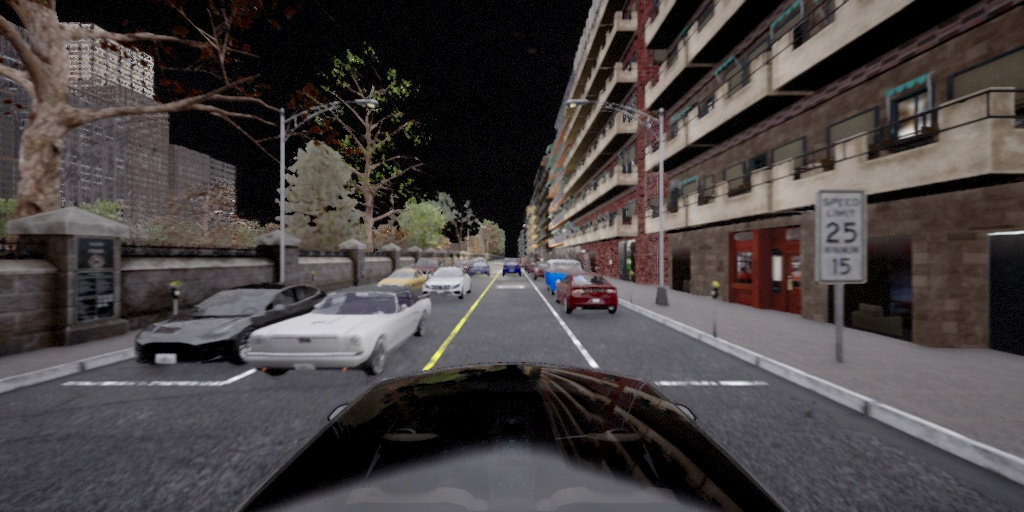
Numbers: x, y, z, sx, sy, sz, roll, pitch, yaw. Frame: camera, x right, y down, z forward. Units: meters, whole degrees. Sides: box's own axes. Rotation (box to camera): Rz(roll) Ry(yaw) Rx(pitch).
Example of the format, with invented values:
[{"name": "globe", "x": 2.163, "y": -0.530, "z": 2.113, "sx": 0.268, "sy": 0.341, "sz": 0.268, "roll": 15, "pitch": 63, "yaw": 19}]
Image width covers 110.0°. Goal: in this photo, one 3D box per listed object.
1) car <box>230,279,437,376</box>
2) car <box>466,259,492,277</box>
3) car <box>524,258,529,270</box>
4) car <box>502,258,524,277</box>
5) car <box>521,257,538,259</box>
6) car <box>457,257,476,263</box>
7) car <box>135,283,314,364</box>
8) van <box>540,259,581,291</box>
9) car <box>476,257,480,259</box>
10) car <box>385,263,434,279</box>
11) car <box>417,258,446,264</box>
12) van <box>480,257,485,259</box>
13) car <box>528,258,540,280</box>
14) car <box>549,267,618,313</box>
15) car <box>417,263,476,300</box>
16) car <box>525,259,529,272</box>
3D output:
[{"name": "car", "x": -3.102, "y": 1.349, "z": 7.561, "sx": 1.895, "sy": 1.301, "sz": 4.718, "roll": 0, "pitch": 0, "yaw": 0}, {"name": "car", "x": -3.074, "y": 1.277, "z": 35.312, "sx": 1.812, "sy": 1.442, "sz": 4.674, "roll": 0, "pitch": 0, "yaw": 0}, {"name": "car", "x": 2.680, "y": 1.300, "z": 41.856, "sx": 1.888, "sy": 1.381, "sz": 4.507, "roll": 0, "pitch": 0, "yaw": 0}, {"name": "car", "x": -0.010, "y": 1.230, "z": 36.374, "sx": 1.882, "sy": 1.535, "sz": 5.008, "roll": 0, "pitch": 0, "yaw": 0}, {"name": "car", "x": 2.679, "y": 1.074, "z": 47.486, "sx": 2.192, "sy": 1.841, "sz": 5.009, "roll": 0, "pitch": 0, "yaw": 0}, {"name": "car", "x": -5.701, "y": 1.196, "z": 41.855, "sx": 1.967, "sy": 1.591, "sz": 4.097, "roll": 0, "pitch": 0, "yaw": 0}, {"name": "car", "x": -5.692, "y": 1.314, "z": 8.073, "sx": 1.948, "sy": 1.339, "sz": 4.313, "roll": 0, "pitch": 0, "yaw": 0}, {"name": "van", "x": 2.686, "y": 1.087, "z": 19.336, "sx": 1.690, "sy": 1.789, "sz": 3.998, "roll": 0, "pitch": 0, "yaw": 0}, {"name": "car", "x": -5.702, "y": 1.200, "z": 47.484, "sx": 1.967, "sy": 1.591, "sz": 4.097, "roll": 0, "pitch": 0, "yaw": 0}, {"name": "car", "x": -5.694, "y": 1.272, "z": 19.164, "sx": 1.751, "sy": 1.417, "sz": 4.829, "roll": 0, "pitch": 0, "yaw": 0}, {"name": "car", "x": -5.696, "y": 1.063, "z": 24.964, "sx": 2.192, "sy": 1.841, "sz": 5.009, "roll": 0, "pitch": 0, "yaw": 0}, {"name": "van", "x": -5.705, "y": 1.111, "z": 58.744, "sx": 1.690, "sy": 1.789, "sz": 3.998, "roll": 0, "pitch": 0, "yaw": 0}, {"name": "car", "x": 2.683, "y": 1.189, "z": 30.596, "sx": 1.967, "sy": 1.591, "sz": 4.097, "roll": 0, "pitch": 0, "yaw": 0}, {"name": "car", "x": 2.687, "y": 1.292, "z": 13.705, "sx": 1.888, "sy": 1.381, "sz": 4.507, "roll": 0, "pitch": 0, "yaw": 0}, {"name": "car", "x": -3.100, "y": 1.273, "z": 17.919, "sx": 1.812, "sy": 1.442, "sz": 4.674, "roll": 0, "pitch": 0, "yaw": 0}, {"name": "car", "x": 2.681, "y": 1.302, "z": 36.226, "sx": 2.007, "sy": 1.370, "sz": 4.403, "roll": 0, "pitch": 0, "yaw": 0}]
